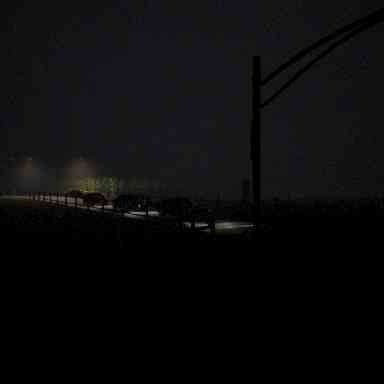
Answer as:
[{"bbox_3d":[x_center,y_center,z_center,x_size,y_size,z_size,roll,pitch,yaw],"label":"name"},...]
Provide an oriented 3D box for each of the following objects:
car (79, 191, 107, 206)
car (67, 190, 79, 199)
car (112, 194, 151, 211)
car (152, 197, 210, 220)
[{"bbox_3d":[-11.723,0.815,40.024,1.812,1.442,4.674,0,1,-35],"label":"car"},{"bbox_3d":[-21.153,0.398,60.001,1.882,1.535,5.008,0,1,-35],"label":"car"},{"bbox_3d":[-6.117,0.970,31.952,1.837,1.490,4.892,0,1,-35],"label":"car"},{"bbox_3d":[-0.718,1.114,24.198,1.882,1.535,5.008,0,1,-35],"label":"car"}]
